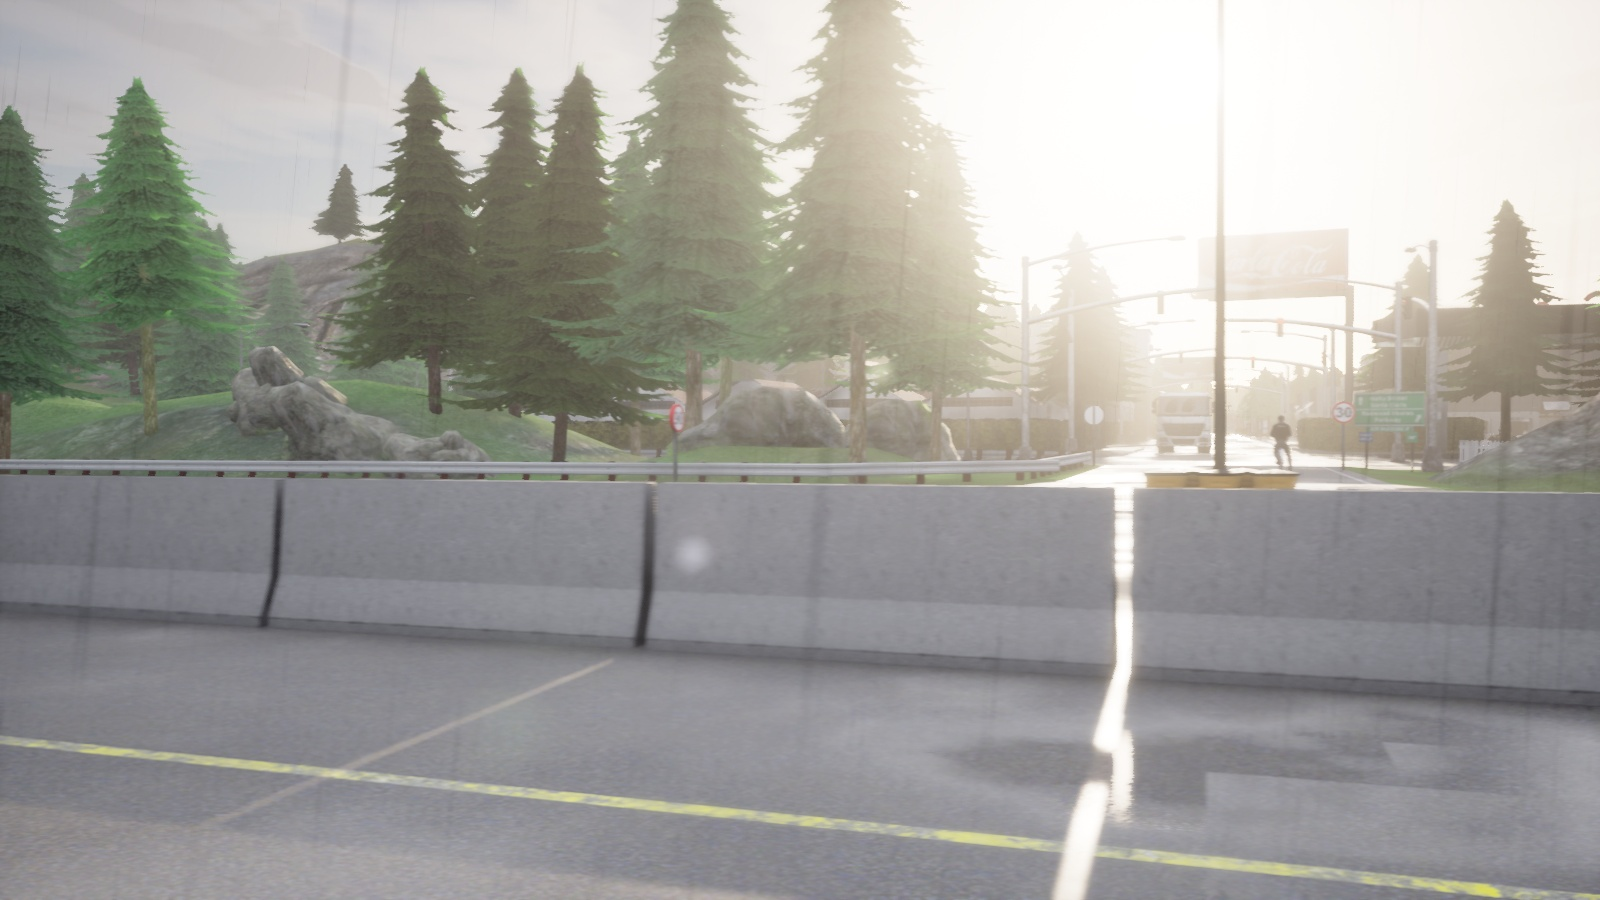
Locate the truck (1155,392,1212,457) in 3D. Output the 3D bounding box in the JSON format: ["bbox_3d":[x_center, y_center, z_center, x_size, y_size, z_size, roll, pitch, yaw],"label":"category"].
[{"bbox_3d":[21.869,-1.395,71.371,2.891,3.462,7.936,1,1,18],"label":"truck"}]
